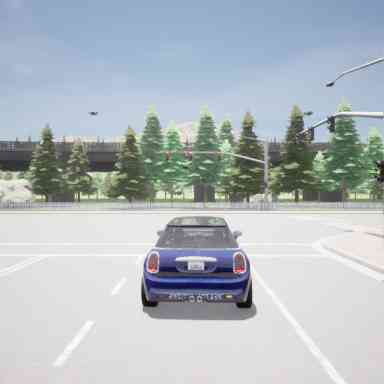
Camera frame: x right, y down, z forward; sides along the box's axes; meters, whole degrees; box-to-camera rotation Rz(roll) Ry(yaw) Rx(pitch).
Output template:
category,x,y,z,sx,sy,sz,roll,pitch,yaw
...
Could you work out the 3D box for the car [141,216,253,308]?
category,x,y,z,sx,sy,sz,roll,pitch,yaw
car,0.167,1.352,8.102,2.097,1.767,4.553,0,0,3
